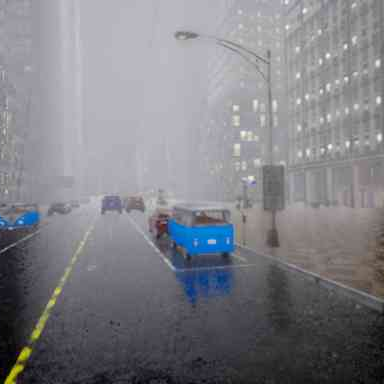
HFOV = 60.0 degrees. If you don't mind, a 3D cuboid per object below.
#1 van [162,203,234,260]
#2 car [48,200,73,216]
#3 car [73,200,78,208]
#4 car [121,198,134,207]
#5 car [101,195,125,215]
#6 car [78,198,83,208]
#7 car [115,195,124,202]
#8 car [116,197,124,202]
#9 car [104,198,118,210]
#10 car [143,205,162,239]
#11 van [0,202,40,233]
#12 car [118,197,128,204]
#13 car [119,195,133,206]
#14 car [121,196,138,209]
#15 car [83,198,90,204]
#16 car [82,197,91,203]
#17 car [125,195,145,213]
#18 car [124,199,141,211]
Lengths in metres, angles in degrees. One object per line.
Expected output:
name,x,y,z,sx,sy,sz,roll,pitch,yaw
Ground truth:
van,0.174,1.336,12.236,1.690,1.788,3.998,-1,0,-14
car,-14.822,1.845,37.013,1.947,1.339,4.313,-1,0,-14
car,-16.175,1.855,42.384,2.008,1.369,4.403,-1,0,-14
car,-10.757,1.762,55.176,1.947,1.339,4.313,-1,0,-14
car,-9.056,1.390,37.499,2.150,2.045,5.566,-1,0,-14
car,-18.881,1.935,53.128,1.802,1.307,4.206,-1,0,-14
car,-20.233,1.680,92.776,2.192,1.841,5.009,-1,0,-14
car,-18.876,1.907,87.404,1.947,1.339,4.313,-1,0,-14
car,-11.797,1.695,48.301,1.882,1.535,5.008,-1,0,-14
car,-1.263,1.566,17.584,1.887,1.381,4.507,-1,0,-14
van,-10.766,1.546,20.899,1.690,1.788,3.998,-1,0,-14
car,-14.817,1.819,71.290,2.008,1.369,4.403,-1,0,-14
car,-12.114,1.535,60.548,2.192,1.841,5.009,-1,0,-14
car,-9.408,1.486,49.805,2.192,1.841,5.009,-1,0,-14
car,-24.294,2.032,74.614,1.802,1.307,4.206,-1,0,-14
car,-27.000,2.080,85.356,1.802,1.307,4.206,-1,0,-14
car,-6.701,1.437,39.061,2.192,1.841,5.009,-1,0,-14
car,-8.051,1.692,44.432,1.887,1.381,4.507,-1,0,-14
